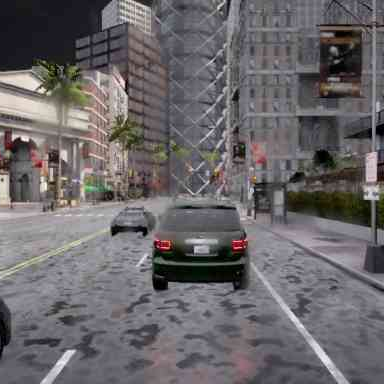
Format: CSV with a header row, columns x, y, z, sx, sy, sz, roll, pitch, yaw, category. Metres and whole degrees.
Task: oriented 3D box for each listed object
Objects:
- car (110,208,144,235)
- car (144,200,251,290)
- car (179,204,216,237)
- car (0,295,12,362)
x,y,z,sx,sy,sz,roll,pitch,yaw,category
-3.201,1.563,18.743,1.994,1.385,4.181,0,0,1,car
0.200,1.221,9.221,2.150,2.045,5.566,0,0,0,car
0.301,1.505,19.082,1.837,1.490,4.892,0,0,1,car
-3.329,1.506,2.503,1.837,1.490,4.892,0,0,0,car
